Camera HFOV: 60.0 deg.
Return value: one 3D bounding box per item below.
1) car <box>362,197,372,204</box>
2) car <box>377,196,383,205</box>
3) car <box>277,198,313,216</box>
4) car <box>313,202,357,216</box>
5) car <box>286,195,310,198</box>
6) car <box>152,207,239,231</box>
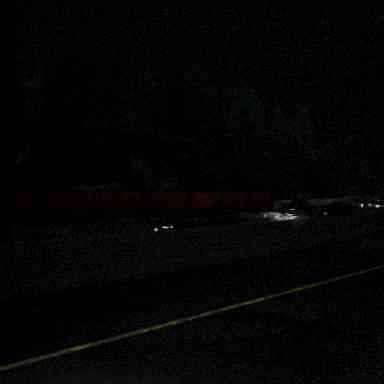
[{"bbox_3d":[38.121,1.808,72.402,1.837,1.490,4.892,0,0,32],"label":"car"},{"bbox_3d":[37.844,1.599,65.556,2.097,1.767,4.553,0,0,35],"label":"car"},{"bbox_3d":[11.120,1.660,34.888,4.892,1.490,1.837,1,0,-42],"label":"car"},{"bbox_3d":[14.621,1.696,33.253,5.357,1.411,2.033,0,0,-41],"label":"car"},{"bbox_3d":[12.831,1.403,41.251,5.566,2.045,2.150,0,0,-44],"label":"car"},{"bbox_3d":[0.269,1.580,17.177,4.892,1.490,1.837,1,-1,-36],"label":"car"}]
